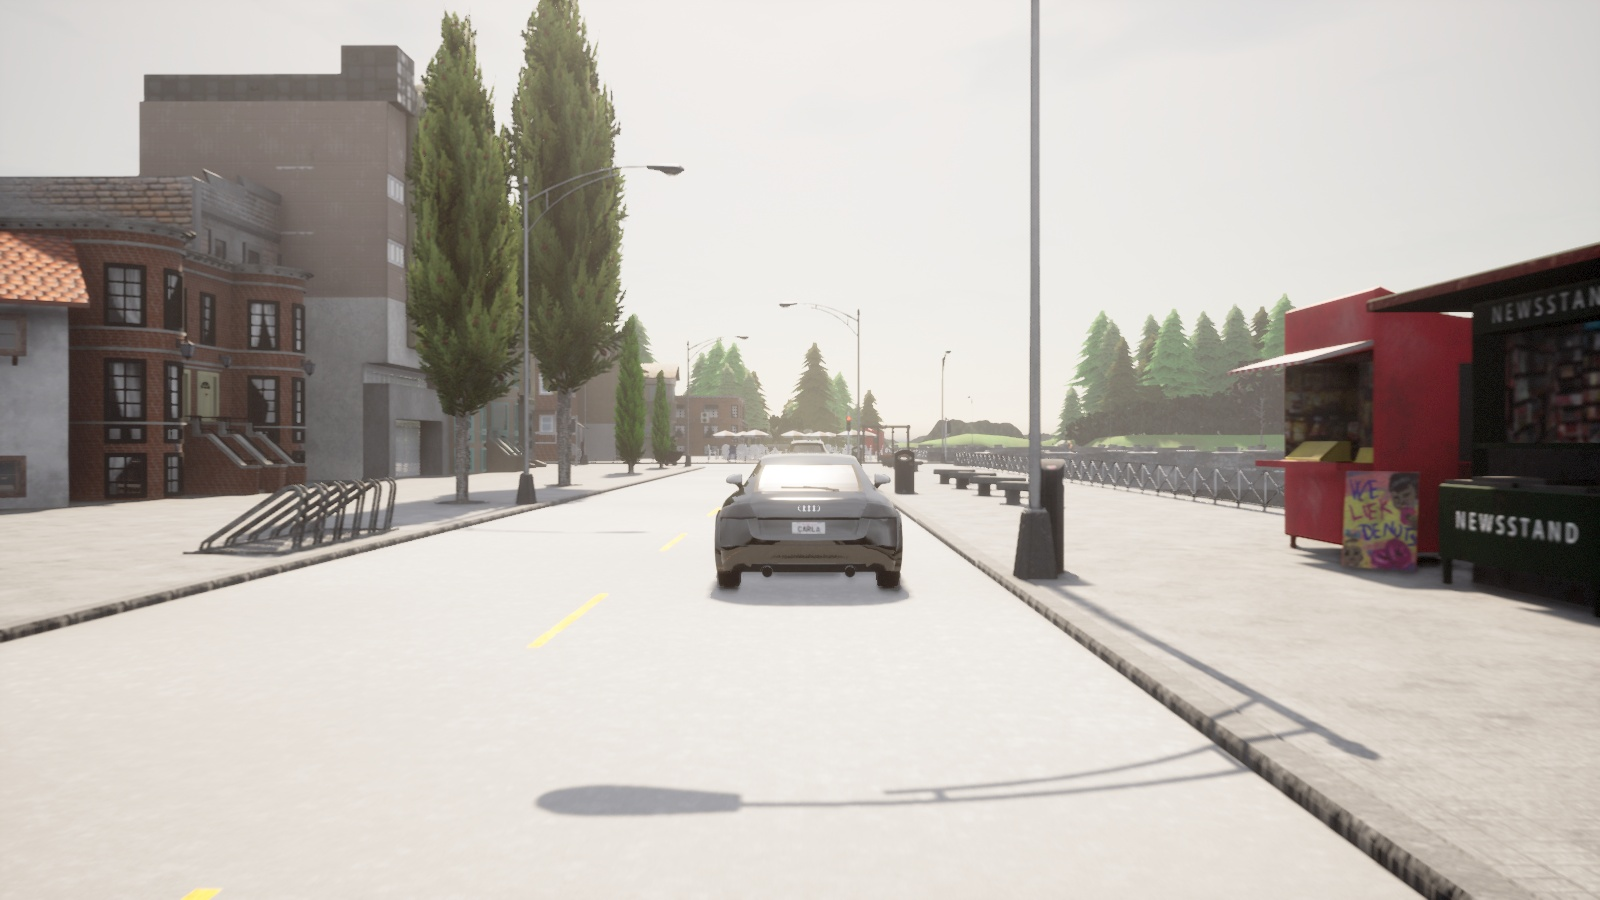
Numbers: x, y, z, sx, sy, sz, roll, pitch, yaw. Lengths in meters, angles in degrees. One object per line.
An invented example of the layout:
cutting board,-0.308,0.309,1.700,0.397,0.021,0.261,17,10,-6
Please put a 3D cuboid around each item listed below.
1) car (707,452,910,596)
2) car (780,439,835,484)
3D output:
car,0.095,0.729,14.432,1.994,1.385,4.181,0,0,0
car,0.286,0.402,48.784,2.033,1.649,4.856,0,0,0
